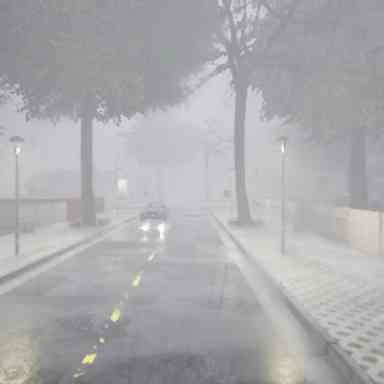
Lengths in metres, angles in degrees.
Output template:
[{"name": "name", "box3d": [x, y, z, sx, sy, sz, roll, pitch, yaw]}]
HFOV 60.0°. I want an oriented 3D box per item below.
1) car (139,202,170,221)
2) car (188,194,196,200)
[{"name": "car", "box3d": [-2.815, 1.479, 25.670, 1.994, 1.385, 4.181, 0, 0, 0]}, {"name": "car", "box3d": [-0.008, 1.225, 84.475, 1.812, 1.442, 4.674, 0, 0, 0]}]
